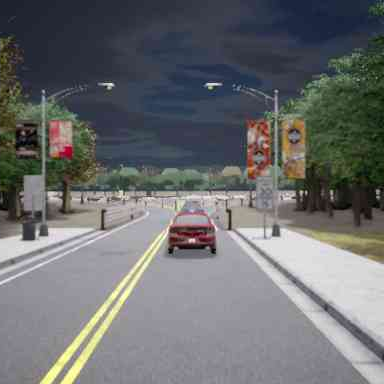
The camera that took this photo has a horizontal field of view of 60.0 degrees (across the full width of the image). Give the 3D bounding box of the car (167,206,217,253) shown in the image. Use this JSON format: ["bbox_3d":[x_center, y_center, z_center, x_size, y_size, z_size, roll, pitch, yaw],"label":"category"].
[{"bbox_3d":[0.007,1.611,14.472,1.882,1.535,5.008,0,0,0],"label":"car"}]

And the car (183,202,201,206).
[{"bbox_3d":[0.012,1.616,29.069,2.097,1.767,4.553,0,-1,0],"label":"car"}]
